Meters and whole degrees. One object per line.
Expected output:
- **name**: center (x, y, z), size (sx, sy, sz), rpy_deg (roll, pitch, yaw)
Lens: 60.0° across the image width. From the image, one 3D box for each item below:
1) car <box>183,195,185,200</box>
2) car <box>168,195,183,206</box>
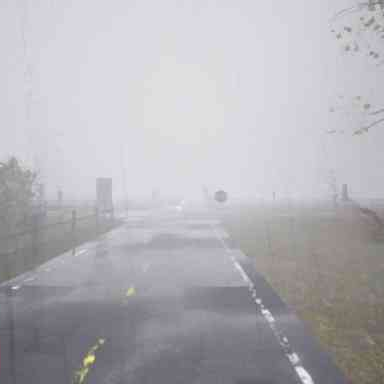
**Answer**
- **car**: center (-2.759, 1.337, 79.578), size (1.895, 1.301, 4.718), rpy_deg (0, 0, 0)
- **car**: center (-2.755, 1.484, 51.713), size (1.895, 1.301, 4.718), rpy_deg (0, 0, 0)
